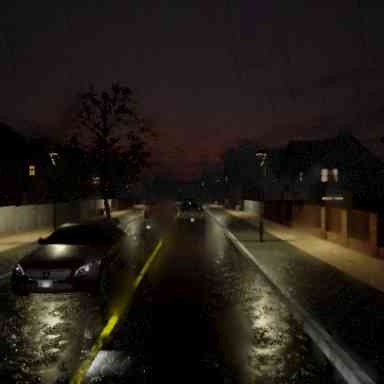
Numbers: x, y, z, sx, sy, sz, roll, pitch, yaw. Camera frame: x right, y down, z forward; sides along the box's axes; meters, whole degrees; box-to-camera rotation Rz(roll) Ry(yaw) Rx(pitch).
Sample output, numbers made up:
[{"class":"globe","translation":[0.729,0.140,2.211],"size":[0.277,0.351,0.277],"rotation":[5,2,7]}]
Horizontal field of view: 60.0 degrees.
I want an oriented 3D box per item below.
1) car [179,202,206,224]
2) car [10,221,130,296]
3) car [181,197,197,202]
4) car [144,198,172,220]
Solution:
[{"class":"car","translation":[0.038,1.652,24.958],"size":[1.895,1.301,4.718],"rotation":[0,0,0]},{"class":"car","translation":[-2.847,1.531,8.803],"size":[1.812,1.442,4.674],"rotation":[0,0,0]},{"class":"car","translation":[-0.379,1.490,43.902],"size":[2.097,1.767,4.553],"rotation":[0,0,-2]},{"class":"car","translation":[-2.853,1.418,28.732],"size":[2.097,1.767,4.553],"rotation":[0,0,0]}]
